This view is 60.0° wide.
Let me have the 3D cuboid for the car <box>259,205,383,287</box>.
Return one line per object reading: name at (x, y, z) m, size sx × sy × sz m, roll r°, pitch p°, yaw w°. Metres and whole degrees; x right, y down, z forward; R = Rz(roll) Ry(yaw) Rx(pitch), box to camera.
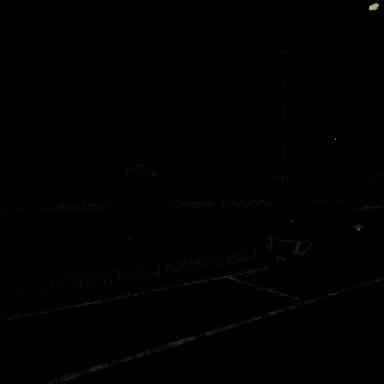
car at (4.189, 1.313, 9.519) m, size 5.009 × 1.841 × 2.192 m, roll 0°, pitch 0°, yaw -35°
